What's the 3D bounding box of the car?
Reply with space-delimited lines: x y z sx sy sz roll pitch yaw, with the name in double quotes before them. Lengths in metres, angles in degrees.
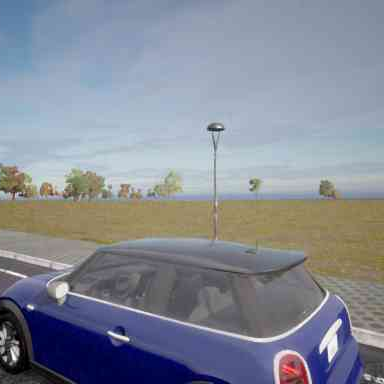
"car" -0.516 1.353 4.096 4.553 1.767 2.097 0 0 36
